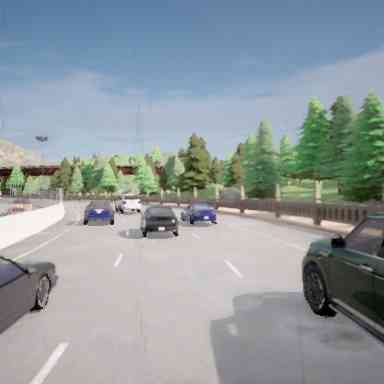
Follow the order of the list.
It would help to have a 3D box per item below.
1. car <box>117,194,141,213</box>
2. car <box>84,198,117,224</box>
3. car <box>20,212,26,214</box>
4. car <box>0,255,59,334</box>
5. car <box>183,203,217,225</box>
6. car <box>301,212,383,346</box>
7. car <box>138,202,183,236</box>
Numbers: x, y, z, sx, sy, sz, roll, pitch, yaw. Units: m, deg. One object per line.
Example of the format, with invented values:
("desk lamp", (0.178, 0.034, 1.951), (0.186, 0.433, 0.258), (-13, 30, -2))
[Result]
("car", (-7.234, 1.274, 37.334), (2.150, 2.045, 5.566), (0, 0, -21))
("car", (-6.986, 1.395, 25.183), (2.097, 1.767, 4.553), (0, 0, -14))
("car", (-17.476, 1.441, 34.147), (2.097, 1.767, 4.553), (0, 0, -23))
("car", (-3.643, 1.565, 4.690), (2.033, 1.411, 5.357), (0, 0, -3))
("car", (0.446, 1.540, 24.259), (1.812, 1.442, 4.674), (0, 0, -13))
("car", (3.355, 1.212, 4.353), (2.150, 2.045, 5.566), (0, 0, -2))
("car", (-1.885, 1.525, 18.499), (1.837, 1.490, 4.892), (0, 0, -10))
